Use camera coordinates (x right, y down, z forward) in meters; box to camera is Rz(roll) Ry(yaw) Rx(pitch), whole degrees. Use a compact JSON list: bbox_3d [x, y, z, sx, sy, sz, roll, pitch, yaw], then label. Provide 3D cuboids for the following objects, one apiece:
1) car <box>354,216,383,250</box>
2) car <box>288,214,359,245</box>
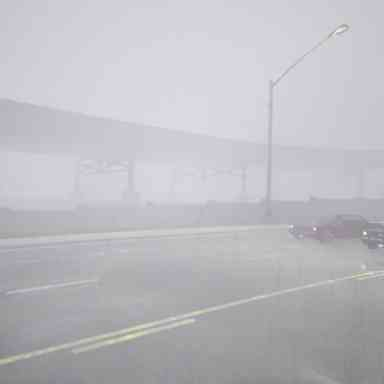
[{"bbox_3d":[9.170,1.740,13.554,4.718,1.301,1.895,1,-1,-25],"label":"car"},{"bbox_3d":[7.098,1.752,16.411,4.718,1.301,1.895,1,-1,-25],"label":"car"}]
